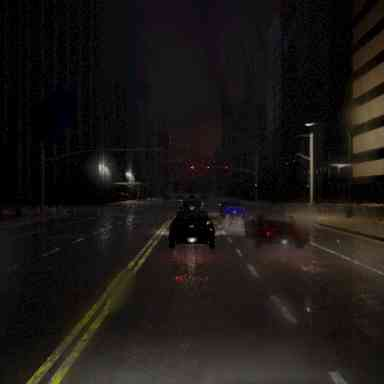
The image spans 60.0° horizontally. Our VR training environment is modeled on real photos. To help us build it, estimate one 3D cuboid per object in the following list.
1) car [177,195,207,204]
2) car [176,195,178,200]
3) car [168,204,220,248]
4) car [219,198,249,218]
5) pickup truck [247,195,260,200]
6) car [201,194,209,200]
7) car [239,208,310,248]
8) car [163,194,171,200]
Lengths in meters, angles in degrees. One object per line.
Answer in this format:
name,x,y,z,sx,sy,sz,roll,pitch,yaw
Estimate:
car,0.000,1.364,29.620,2.097,1.767,4.553,0,0,0
car,-3.500,1.545,94.045,1.994,1.385,4.181,0,0,0
car,0.000,1.514,14.650,1.837,1.490,4.892,0,0,0
car,3.500,1.483,29.650,1.882,1.535,5.008,0,0,0
pickup truck,16.622,1.057,88.674,2.390,2.098,6.274,0,0,31
car,3.500,1.449,89.971,1.994,1.385,4.181,0,0,0
car,3.500,1.614,14.680,1.895,1.301,4.718,0,0,0
car,-7.000,1.348,94.075,2.097,1.767,4.553,0,0,0
